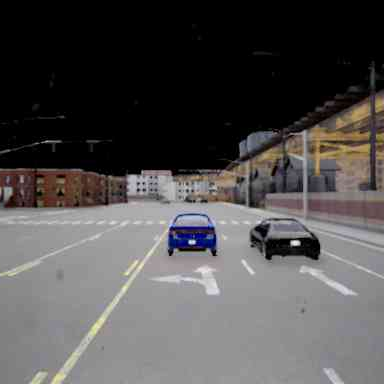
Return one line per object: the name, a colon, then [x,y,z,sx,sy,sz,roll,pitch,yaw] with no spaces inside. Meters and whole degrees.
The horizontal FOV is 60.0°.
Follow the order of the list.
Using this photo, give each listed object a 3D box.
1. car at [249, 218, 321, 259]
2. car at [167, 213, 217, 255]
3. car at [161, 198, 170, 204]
car: [3.516,1.718,13.267,1.994,1.385,4.181,0,-1,0]
car: [0.025,1.641,14.201,1.882,1.535,5.008,0,0,0]
car: [-6.999,2.354,87.468,2.097,1.767,4.553,0,-1,0]
